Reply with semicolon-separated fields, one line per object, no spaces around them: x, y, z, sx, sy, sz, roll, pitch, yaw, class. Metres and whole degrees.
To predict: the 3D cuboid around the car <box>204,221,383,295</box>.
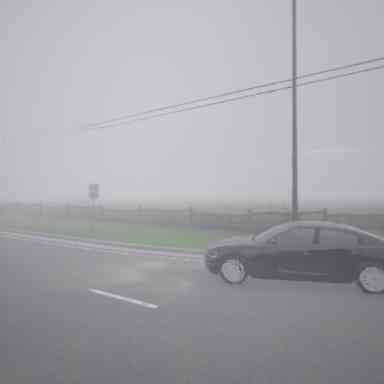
2.793;1.483;8.468;5.008;1.535;1.882;0;0;15;car
